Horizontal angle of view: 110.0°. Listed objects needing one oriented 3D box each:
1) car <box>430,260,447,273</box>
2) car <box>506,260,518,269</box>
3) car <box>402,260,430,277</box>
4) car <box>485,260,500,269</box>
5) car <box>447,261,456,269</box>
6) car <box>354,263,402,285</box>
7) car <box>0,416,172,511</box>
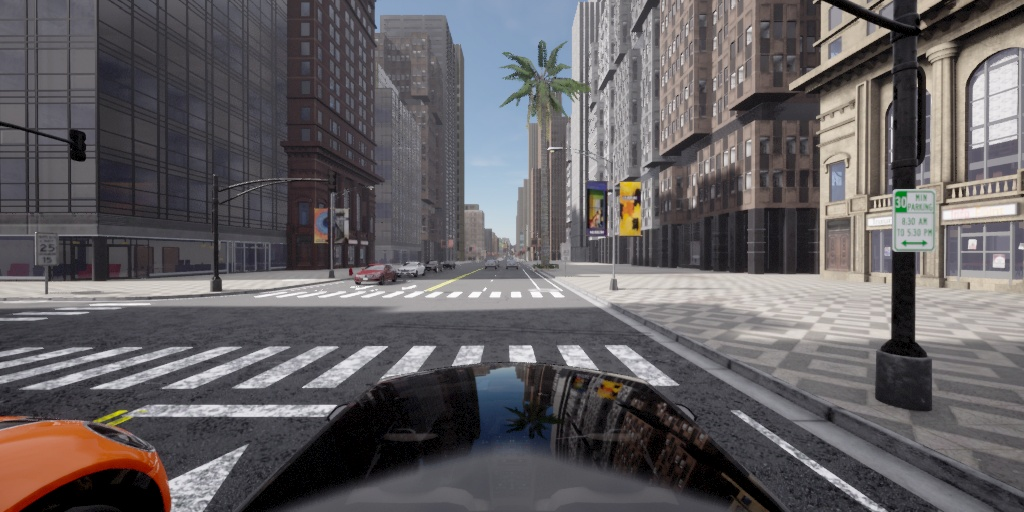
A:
[{"bbox_3d":[-9.837,1.274,44.557,1.837,1.490,4.892,0,0,0],"label":"car"},{"bbox_3d":[0.013,1.334,55.768,2.033,1.411,5.357,0,0,0],"label":"car"},{"bbox_3d":[-9.840,1.286,35.300,1.812,1.442,4.674,0,0,0],"label":"car"},{"bbox_3d":[-3.237,1.334,55.769,2.033,1.411,5.357,0,0,0],"label":"car"},{"bbox_3d":[-9.792,1.386,54.857,1.895,1.301,4.718,0,0,0],"label":"car"},{"bbox_3d":[-9.846,1.281,26.308,1.812,1.442,4.674,0,0,-1],"label":"car"},{"bbox_3d":[-3.150,1.102,0.290,2.097,1.767,4.553,0,0,0],"label":"car"}]
